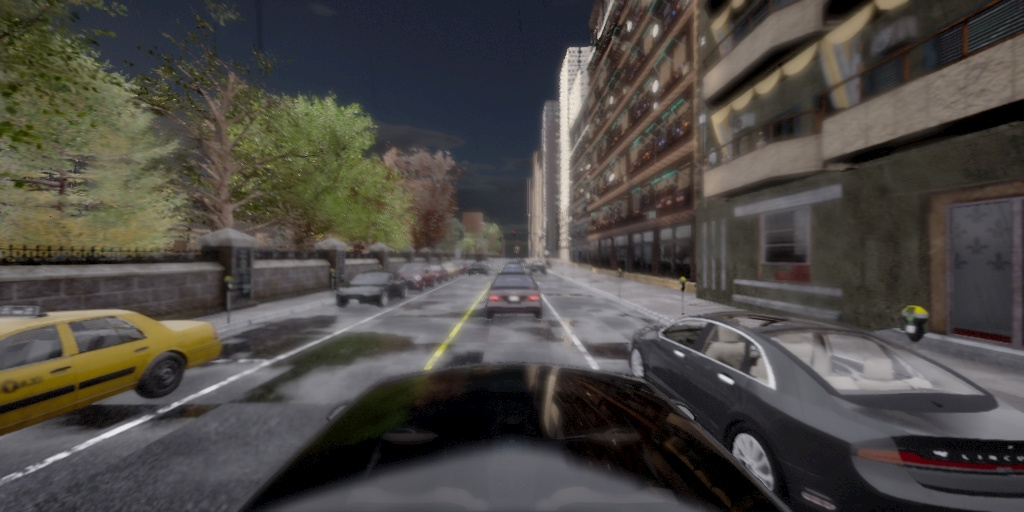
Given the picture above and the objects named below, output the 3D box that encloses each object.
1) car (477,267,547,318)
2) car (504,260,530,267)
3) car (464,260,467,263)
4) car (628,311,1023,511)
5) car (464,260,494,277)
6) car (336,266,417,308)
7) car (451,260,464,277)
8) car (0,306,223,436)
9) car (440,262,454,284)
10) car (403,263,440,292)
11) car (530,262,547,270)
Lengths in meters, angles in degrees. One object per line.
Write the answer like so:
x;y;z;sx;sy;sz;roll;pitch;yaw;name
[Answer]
0.082;1.276;12.864;2.033;1.411;5.357;0;0;0;car
0.087;1.250;28.543;2.033;1.411;5.357;0;0;0;car
-5.690;1.129;37.295;1.967;1.591;4.097;0;0;0;car
2.689;1.296;4.065;2.007;1.370;4.403;0;0;0;car
-3.098;1.294;34.394;1.895;1.301;4.718;0;0;0;car
-5.691;1.291;15.141;1.948;1.339;4.313;0;0;0;car
-5.690;1.223;31.586;1.751;1.417;4.829;0;0;0;car
-5.691;1.271;3.893;1.751;1.417;4.829;0;0;0;car
-5.690;1.288;26.218;1.802;1.307;4.207;0;0;0;car
-5.690;1.155;20.679;1.967;1.591;4.097;0;0;0;car
2.691;1.240;37.297;2.007;1.370;4.403;0;0;0;car
